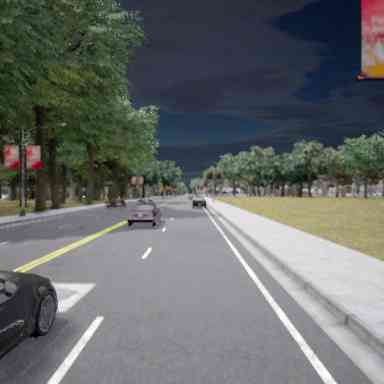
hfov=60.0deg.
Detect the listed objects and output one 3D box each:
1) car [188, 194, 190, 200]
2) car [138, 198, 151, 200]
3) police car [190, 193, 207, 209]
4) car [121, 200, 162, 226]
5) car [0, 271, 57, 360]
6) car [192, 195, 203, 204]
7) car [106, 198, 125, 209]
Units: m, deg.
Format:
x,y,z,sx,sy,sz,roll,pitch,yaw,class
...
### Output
x,y,z,sx,sy,sz,roll,pitch,yaw,class
-0.007,1.293,79.790,2.033,1.411,5.357,0,0,0,car
-6.582,1.479,46.455,1.994,1.385,4.181,0,0,0,car
0.970,1.341,44.762,1.930,1.638,5.238,0,0,0,police car
-3.152,1.496,22.821,2.033,1.411,5.357,0,0,0,car
-3.153,1.516,3.632,1.812,1.442,4.674,0,0,0,car
0.969,1.356,60.843,1.801,1.575,5.366,0,0,0,car
-9.836,1.483,43.523,1.994,1.385,4.181,0,0,0,car
